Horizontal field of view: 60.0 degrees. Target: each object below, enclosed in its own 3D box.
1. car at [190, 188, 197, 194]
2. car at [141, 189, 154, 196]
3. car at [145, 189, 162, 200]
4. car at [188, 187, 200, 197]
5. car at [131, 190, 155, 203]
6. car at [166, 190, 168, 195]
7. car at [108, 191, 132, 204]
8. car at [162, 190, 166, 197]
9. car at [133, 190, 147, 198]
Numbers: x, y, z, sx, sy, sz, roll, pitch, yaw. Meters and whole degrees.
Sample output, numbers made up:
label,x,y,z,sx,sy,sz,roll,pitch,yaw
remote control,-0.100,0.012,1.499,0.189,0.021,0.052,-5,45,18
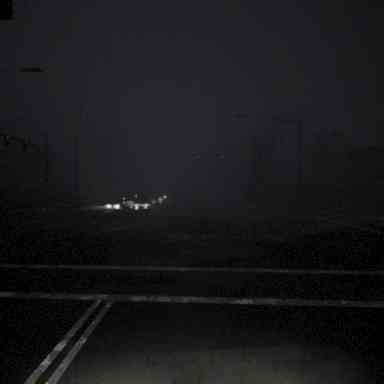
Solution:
label,x,y,z,sx,sy,sz,roll,pitch,yaw
car,0.387,-0.358,88.317,1.812,1.442,4.674,0,2,0
car,-10.167,0.048,76.253,2.033,1.411,5.357,0,2,0
car,-6.758,0.640,56.332,2.033,1.411,5.357,0,1,0
car,0.401,-0.046,69.131,2.150,2.045,5.566,0,2,0
car,-6.822,0.875,47.104,1.994,1.385,4.181,0,1,1
car,-6.667,0.103,76.252,1.895,1.301,4.718,0,2,0
car,-10.325,0.820,46.496,2.128,1.511,4.902,0,1,1
car,-6.713,0.432,65.908,1.895,1.301,4.718,0,2,0
car,-10.214,0.404,65.638,1.994,1.385,4.181,0,2,0
